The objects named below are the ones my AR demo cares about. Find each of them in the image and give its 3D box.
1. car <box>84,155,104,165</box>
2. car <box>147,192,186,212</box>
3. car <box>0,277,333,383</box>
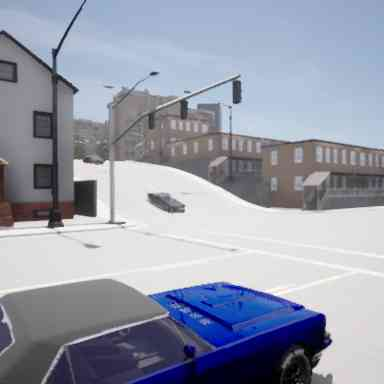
[{"bbox_3d":[-14.474,-4.784,49.075,1.994,1.385,4.181,0,8,-35],"label":"car"},{"bbox_3d":[-2.531,0.887,32.826,1.895,1.301,4.718,0,15,-36],"label":"car"},{"bbox_3d":[-0.702,1.592,3.268,4.718,1.301,1.895,0,0,-35],"label":"car"}]
